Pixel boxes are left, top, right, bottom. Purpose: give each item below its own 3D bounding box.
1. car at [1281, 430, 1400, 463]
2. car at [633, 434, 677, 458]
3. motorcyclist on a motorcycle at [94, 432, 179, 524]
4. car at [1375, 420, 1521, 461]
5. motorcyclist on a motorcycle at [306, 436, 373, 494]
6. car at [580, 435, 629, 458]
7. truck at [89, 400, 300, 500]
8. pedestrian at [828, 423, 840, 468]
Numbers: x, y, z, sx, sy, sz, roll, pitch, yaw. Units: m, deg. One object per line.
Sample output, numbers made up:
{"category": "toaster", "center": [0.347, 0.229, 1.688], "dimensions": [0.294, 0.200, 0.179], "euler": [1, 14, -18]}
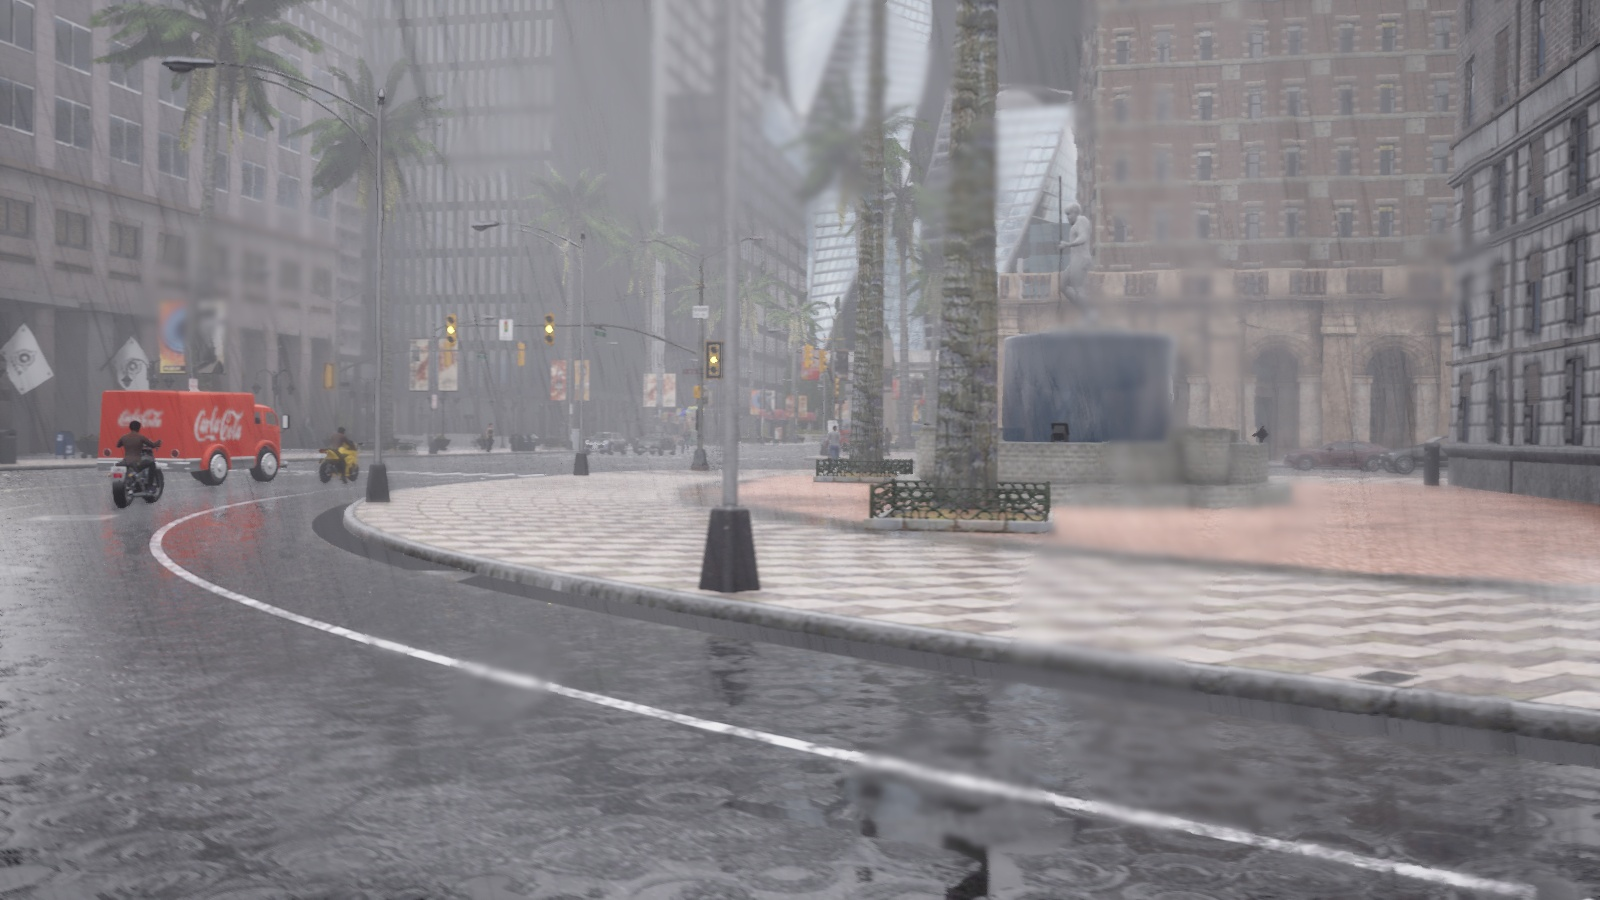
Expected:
{"category": "car", "center": [24.350, -0.173, 56.714], "dimensions": [4.674, 1.442, 1.812], "euler": [0, 1, 12]}
{"category": "car", "center": [-9.475, -0.264, 82.539], "dimensions": [1.789, 1.549, 3.705], "euler": [0, 1, 12]}
{"category": "motorcyclist on a motorcycle", "center": [-12.501, 0.485, 23.746], "dimensions": [0.766, 1.649, 2.350], "euler": [0, 0, -11]}
{"category": "car", "center": [27.030, -0.390, 52.582], "dimensions": [5.027, 1.651, 2.152], "euler": [0, 1, 12]}
{"category": "motorcyclist on a motorcycle", "center": [-12.433, 0.385, 33.986], "dimensions": [0.797, 1.523, 2.044], "euler": [0, 1, 9]}
{"category": "car", "center": [-12.914, -0.255, 83.118], "dimensions": [1.970, 1.475, 3.806], "euler": [0, 1, 13]}
{"category": "truck", "center": [-16.025, -0.042, 33.661], "dimensions": [2.627, 2.467, 5.204], "euler": [0, 1, 7]}
{"category": "pedestrian", "center": [1.414, -0.198, 51.763], "dimensions": [0.354, 1.836, 0.706], "euler": [0, 1, 11]}
